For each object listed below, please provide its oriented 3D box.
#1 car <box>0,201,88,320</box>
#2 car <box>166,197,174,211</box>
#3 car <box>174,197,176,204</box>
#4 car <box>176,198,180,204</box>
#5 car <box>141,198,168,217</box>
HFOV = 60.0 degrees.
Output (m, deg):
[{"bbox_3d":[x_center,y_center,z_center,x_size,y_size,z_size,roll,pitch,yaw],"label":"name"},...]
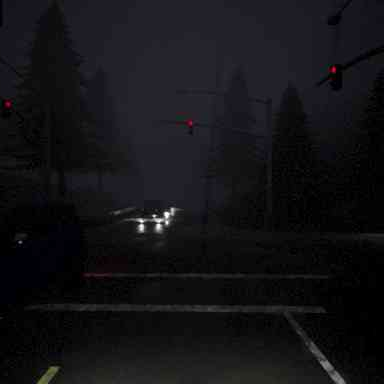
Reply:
[{"bbox_3d":[-3.795,1.221,6.182,2.150,2.045,5.566,-1,0,3],"label":"car"},{"bbox_3d":[-3.624,1.601,40.530,1.895,1.301,4.718,0,0,0],"label":"car"},{"bbox_3d":[-3.849,1.601,50.700,1.895,1.301,4.718,0,0,-7],"label":"car"},{"bbox_3d":[-4.055,1.564,61.744,1.994,1.385,4.181,0,0,-39],"label":"car"},{"bbox_3d":[-3.619,1.505,31.239,1.837,1.490,4.892,0,0,0],"label":"car"}]
